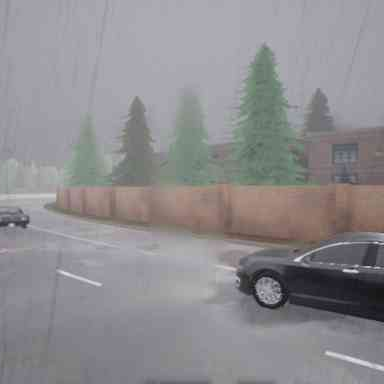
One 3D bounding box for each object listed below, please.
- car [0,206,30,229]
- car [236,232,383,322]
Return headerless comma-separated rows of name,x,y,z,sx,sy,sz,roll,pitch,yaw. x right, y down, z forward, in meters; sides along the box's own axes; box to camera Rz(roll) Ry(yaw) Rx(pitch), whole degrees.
car,-11.198,1.473,19.651,1.895,1.301,4.718,0,0,-41
car,3.176,1.518,6.170,4.892,1.490,1.837,0,0,36
